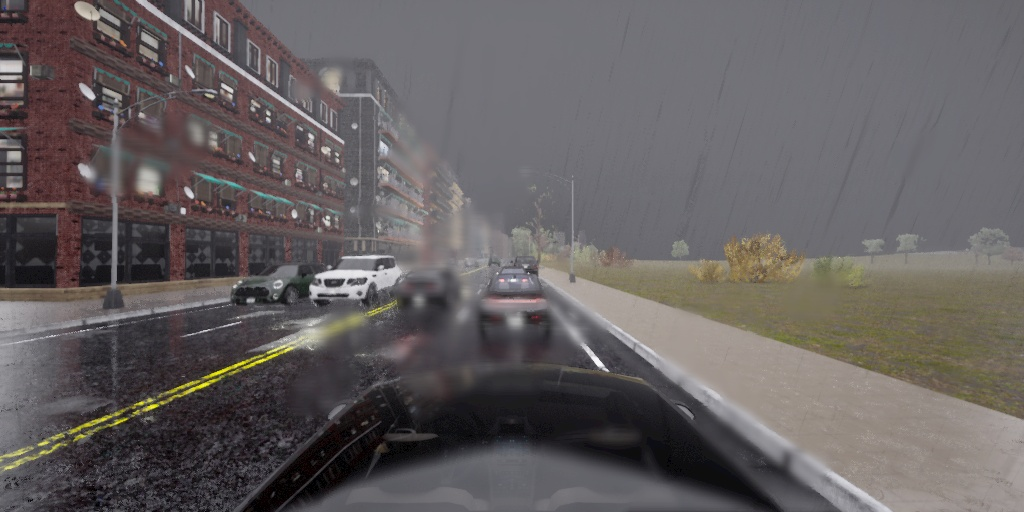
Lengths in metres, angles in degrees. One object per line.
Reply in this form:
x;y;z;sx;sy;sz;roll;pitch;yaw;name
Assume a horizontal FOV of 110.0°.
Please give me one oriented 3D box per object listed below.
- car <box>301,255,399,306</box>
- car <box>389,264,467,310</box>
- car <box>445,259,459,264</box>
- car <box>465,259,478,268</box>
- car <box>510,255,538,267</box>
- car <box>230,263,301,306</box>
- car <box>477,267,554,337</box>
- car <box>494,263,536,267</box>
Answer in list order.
-6.632;0.971;16.000;2.150;2.045;5.566;0;0;0;car
-3.178;1.254;14.664;1.837;1.490;4.892;0;0;0;car
-9.955;1.247;59.741;1.837;1.490;4.892;0;-1;0;car
-6.704;1.233;60.022;2.128;1.511;4.902;0;0;0;car
1.073;0.973;31.007;2.150;2.045;5.566;0;0;0;car
-9.882;1.101;15.803;2.097;1.767;4.553;0;0;0;car
0.082;1.241;10.354;2.128;1.511;4.902;0;0;0;car
0.062;1.296;20.794;2.033;1.411;5.357;0;0;0;car
